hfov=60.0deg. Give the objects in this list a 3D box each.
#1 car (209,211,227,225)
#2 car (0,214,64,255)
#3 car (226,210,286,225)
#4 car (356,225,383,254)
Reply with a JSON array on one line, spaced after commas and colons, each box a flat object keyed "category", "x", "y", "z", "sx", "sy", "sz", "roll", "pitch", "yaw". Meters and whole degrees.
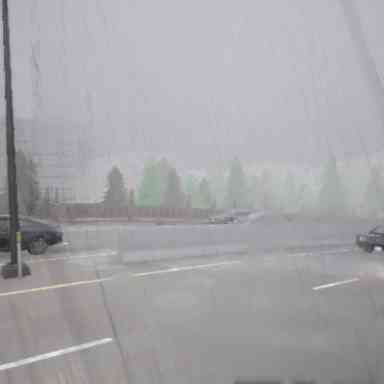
[{"category": "car", "x": 3.652, "y": 2.265, "z": 28.081, "sx": 4.892, "sy": 1.490, "sz": 1.837, "roll": 5, "pitch": -3, "yaw": -35}, {"category": "car", "x": -7.067, "y": 1.543, "z": 11.848, "sx": 4.674, "sy": 1.442, "sz": 1.812, "roll": 0, "pitch": 0, "yaw": -35}, {"category": "car", "x": 5.139, "y": 2.238, "z": 24.843, "sx": 4.674, "sy": 1.442, "sz": 1.812, "roll": 5, "pitch": -3, "yaw": -35}, {"category": "car", "x": 9.327, "y": 2.135, "z": 14.695, "sx": 4.718, "sy": 1.301, "sz": 1.895, "roll": 4, "pitch": -3, "yaw": -35}]
